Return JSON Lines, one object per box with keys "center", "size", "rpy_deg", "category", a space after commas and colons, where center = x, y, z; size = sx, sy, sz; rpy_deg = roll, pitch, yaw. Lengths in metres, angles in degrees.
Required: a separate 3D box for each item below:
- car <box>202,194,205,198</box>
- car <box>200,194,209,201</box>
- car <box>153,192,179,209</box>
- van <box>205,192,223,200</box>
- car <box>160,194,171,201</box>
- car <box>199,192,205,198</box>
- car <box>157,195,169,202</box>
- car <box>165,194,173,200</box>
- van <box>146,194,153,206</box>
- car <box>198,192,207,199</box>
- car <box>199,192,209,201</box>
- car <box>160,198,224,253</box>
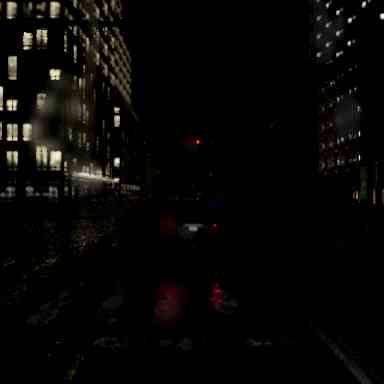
{"center": [2.608, 1.358, 43.766], "size": [1.887, 1.381, 4.507], "rpy_deg": [0, 0, 0], "category": "car"}
{"center": [2.685, 1.238, 71.459], "size": [1.887, 1.381, 4.507], "rpy_deg": [0, 0, 0], "category": "car"}
{"center": [-3.204, 1.041, 42.257], "size": [2.150, 2.045, 5.566], "rpy_deg": [0, 0, 0], "category": "car"}
{"center": [2.679, 1.178, 38.227], "size": [1.690, 1.788, 3.998], "rpy_deg": [0, 0, 0], "category": "van"}
{"center": [-5.695, 1.244, 71.488], "size": [2.008, 1.369, 4.403], "rpy_deg": [0, 0, 0], "category": "car"}
{"center": [2.666, 1.033, 65.919], "size": [2.192, 1.841, 5.009], "rpy_deg": [0, 0, 0], "category": "car"}
{"center": [-5.715, 1.284, 65.950], "size": [1.947, 1.339, 4.313], "rpy_deg": [0, 0, 0], "category": "car"}
{"center": [-5.654, 1.226, 82.568], "size": [1.802, 1.307, 4.206], "rpy_deg": [0, 0, 0], "category": "car"}
{"center": [-5.775, 1.130, 49.331], "size": [1.690, 1.788, 3.998], "rpy_deg": [0, 0, 0], "category": "van"}
{"center": [2.747, 0.935, 88.076], "size": [2.192, 1.841, 5.009], "rpy_deg": [0, 0, 0], "category": "car"}
{"center": [2.707, 0.984, 76.998], "size": [2.192, 1.841, 5.009], "rpy_deg": [0, 0, 0], "category": "car"}
{"center": [0.023, 1.294, 13.632], "size": [2.097, 1.767, 4.553], "rpy_deg": [0, 0, 0], "category": "car"}
